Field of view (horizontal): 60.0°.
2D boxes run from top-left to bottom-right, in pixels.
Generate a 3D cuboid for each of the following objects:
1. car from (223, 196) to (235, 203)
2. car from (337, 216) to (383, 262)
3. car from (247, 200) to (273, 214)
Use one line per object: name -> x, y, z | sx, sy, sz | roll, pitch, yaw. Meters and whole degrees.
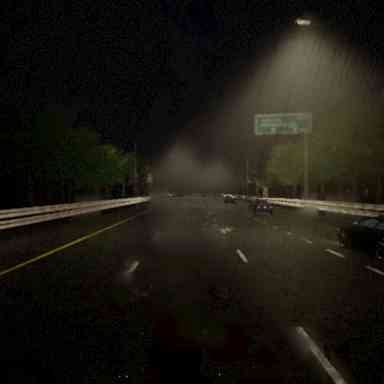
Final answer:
car -> 7.155, 1.518, 64.796 | 1.994, 1.385, 4.181 | 0, 0, 0
car -> 7.011, 1.564, 12.106 | 1.994, 1.385, 4.181 | 0, 0, 0
car -> 7.066, 1.526, 34.681 | 2.033, 1.411, 5.357 | 0, 0, 0
